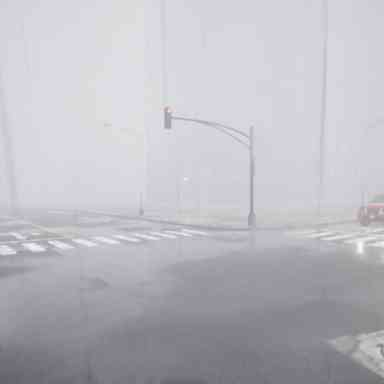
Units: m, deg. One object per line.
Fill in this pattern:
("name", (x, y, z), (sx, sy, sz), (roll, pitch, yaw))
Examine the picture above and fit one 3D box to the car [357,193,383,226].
("car", (12.539, 1.044, 20.618), (5.566, 2.045, 2.150), (-1, 0, -35))
